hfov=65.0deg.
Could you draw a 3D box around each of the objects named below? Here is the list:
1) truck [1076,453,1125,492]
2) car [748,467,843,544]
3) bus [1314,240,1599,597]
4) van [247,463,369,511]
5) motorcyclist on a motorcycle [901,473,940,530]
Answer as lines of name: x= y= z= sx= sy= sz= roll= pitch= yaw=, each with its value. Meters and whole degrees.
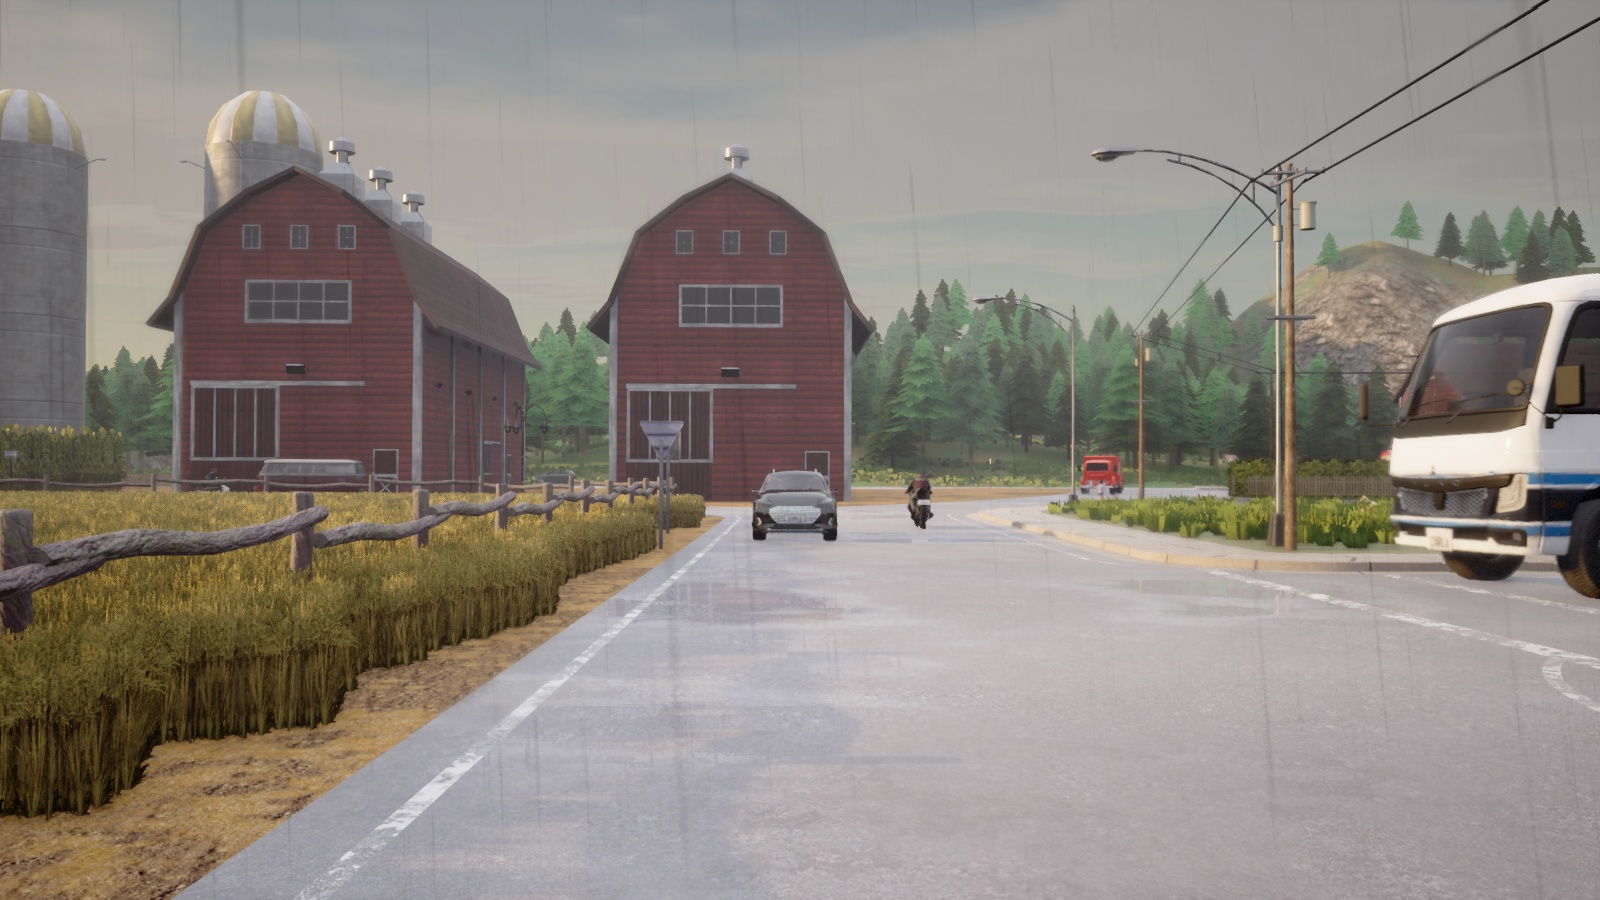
truck: x=19.602 y=1.467 z=81.766 sx=2.627 sy=2.467 sz=5.204 roll=-1 pitch=-1 yaw=19
car: x=-0.112 y=1.241 z=29.593 sx=2.033 sy=1.649 sz=4.856 roll=0 pitch=-1 yaw=0
bus: x=12.982 y=-0.326 z=17.153 sx=10.273 sy=4.253 sz=3.944 roll=0 pitch=-2 yaw=-3
van: x=-20.590 y=1.532 z=52.694 sx=4.442 sy=1.987 sz=1.775 roll=0 pitch=-1 yaw=-3
motorcyclist on a motorcycle: x=3.354 y=1.425 z=35.134 sx=0.866 sy=1.530 sz=2.191 roll=0 pitch=-1 yaw=0
